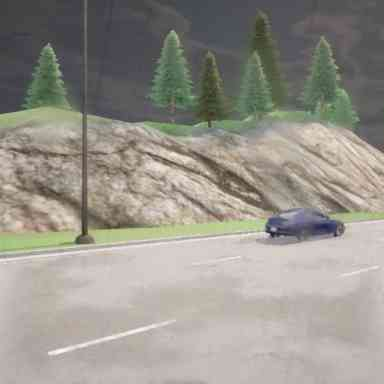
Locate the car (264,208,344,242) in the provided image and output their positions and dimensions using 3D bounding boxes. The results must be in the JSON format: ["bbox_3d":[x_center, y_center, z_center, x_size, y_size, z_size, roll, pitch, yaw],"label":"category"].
[{"bbox_3d":[5.545,1.526,16.312,4.674,1.442,1.812,0,0,-36],"label":"car"}]
